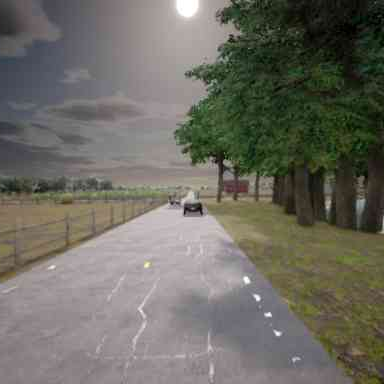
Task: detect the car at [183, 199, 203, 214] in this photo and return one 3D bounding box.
[{"bbox_3d":[0.107,1.423,34.215,1.882,1.535,5.008,0,0,0],"label":"car"}]

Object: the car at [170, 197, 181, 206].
[{"bbox_3d":[-2.735,1.519,56.176,2.033,1.411,5.357,0,0,0],"label":"car"}]
